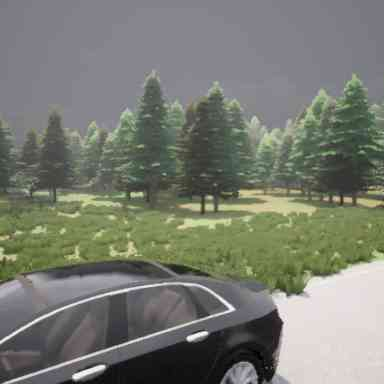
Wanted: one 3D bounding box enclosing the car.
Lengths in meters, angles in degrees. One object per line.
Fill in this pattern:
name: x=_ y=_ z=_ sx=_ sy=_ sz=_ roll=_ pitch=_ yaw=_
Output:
car: x=-1.201 y=1.510 z=3.134 sx=4.892 sy=1.490 sz=1.837 roll=0 pitch=0 yaw=-35
